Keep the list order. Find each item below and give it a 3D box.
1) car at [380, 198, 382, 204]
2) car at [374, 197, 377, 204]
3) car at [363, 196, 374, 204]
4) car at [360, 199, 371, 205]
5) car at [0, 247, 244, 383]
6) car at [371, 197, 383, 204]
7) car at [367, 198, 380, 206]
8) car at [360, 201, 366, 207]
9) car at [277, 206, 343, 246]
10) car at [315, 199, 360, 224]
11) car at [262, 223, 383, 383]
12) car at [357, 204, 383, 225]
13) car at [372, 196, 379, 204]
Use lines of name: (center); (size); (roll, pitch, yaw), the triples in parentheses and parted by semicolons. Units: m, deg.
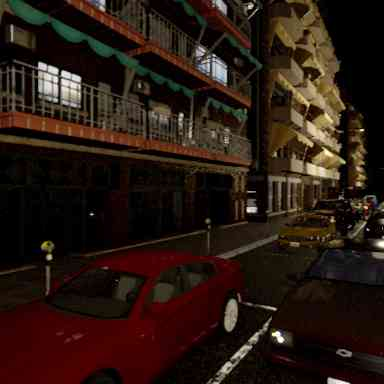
car: (27.979, 1.657, 51.704); (1.802, 1.307, 4.206); (0, 0, 31)
car: (19.351, 1.609, 37.546); (1.947, 1.339, 4.313); (0, 0, 31)
car: (16.474, 1.475, 32.826); (1.967, 1.590, 4.097); (0, 0, 31)
car: (13.599, 1.577, 28.108); (2.008, 1.369, 4.403); (0, 0, 31)
car: (-0.782, 1.541, 4.511); (1.887, 1.381, 4.507); (0, 0, 31)
car: (36.607, 1.677, 65.861); (1.947, 1.339, 4.313); (0, 0, 31)
car: (30.855, 1.669, 56.423); (1.802, 1.307, 4.206); (0, 0, 31)
car: (10.723, 1.569, 23.388); (2.008, 1.369, 4.403); (0, 0, 31)
car: (4.882, 1.532, 13.805); (1.752, 1.417, 4.829); (0, 0, 31)
car: (7.845, 1.327, 18.670); (2.192, 1.841, 5.009); (0, 0, 31)
car: (2.905, 1.551, 5.566); (2.033, 1.411, 5.357); (0, 0, 32)
car: (9.663, 1.564, 16.468); (2.033, 1.411, 5.357); (0, 0, 31)
car: (22.227, 1.598, 42.265); (1.887, 1.381, 4.507); (0, 0, 31)
